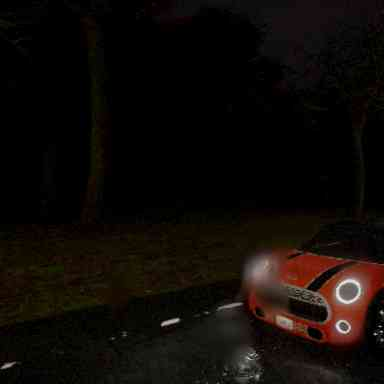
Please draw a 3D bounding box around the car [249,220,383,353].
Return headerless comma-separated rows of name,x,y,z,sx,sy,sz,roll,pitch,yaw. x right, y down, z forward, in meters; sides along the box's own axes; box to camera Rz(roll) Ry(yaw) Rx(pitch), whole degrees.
car,3.210,1.359,6.292,4.553,1.767,2.097,0,0,-36
